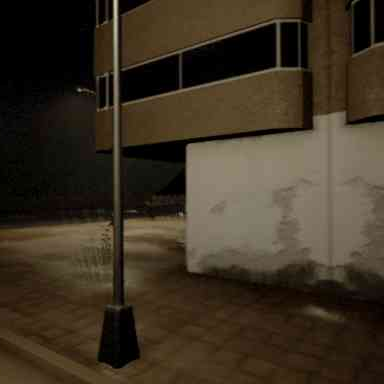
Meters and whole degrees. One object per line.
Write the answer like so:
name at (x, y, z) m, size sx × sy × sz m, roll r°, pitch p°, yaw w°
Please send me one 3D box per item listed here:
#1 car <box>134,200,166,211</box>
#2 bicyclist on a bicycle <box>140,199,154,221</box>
car at (-5.429, 1.742, 43.369) m, size 4.181 × 1.385 × 1.994 m, roll 0°, pitch 0°, yaw -31°
bicyclist on a bicycle at (-3.451, 1.384, 25.476) m, size 1.656 × 1.620 × 0.582 m, roll -1°, pitch -1°, yaw 42°
